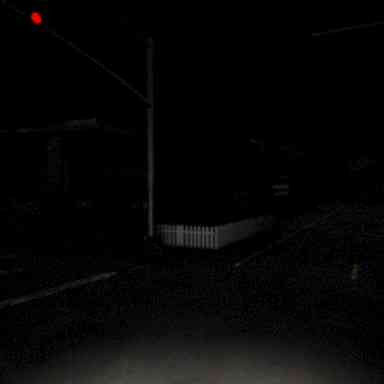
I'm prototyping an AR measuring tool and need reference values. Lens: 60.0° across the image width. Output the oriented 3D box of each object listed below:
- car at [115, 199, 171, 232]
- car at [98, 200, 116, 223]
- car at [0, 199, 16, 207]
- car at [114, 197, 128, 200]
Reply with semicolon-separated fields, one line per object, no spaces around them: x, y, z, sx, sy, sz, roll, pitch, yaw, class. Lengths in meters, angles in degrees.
-2.985;1.595;22.478;1.905;1.878;3.866;-1;0;27;car
-6.026;1.824;28.928;2.242;1.667;4.611;-1;0;27;car
-35.133;2.051;62.275;4.514;1.523;2.007;-1;0;27;car
-18.263;2.076;78.145;5.027;1.636;2.152;-1;0;27;car
